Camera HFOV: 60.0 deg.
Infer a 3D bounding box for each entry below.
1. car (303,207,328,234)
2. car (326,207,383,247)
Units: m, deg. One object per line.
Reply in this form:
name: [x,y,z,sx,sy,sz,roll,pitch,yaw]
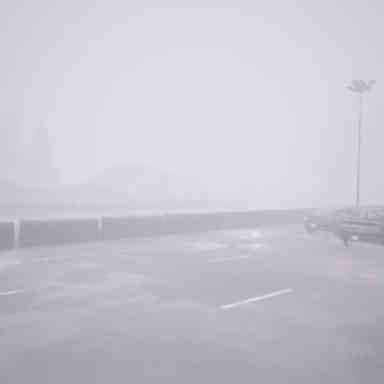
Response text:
car: [7.950,1.518,18.000,4.674,1.442,1.812,0,0,-35]
car: [8.025,1.480,13.758,4.902,1.511,2.128,0,0,-35]
